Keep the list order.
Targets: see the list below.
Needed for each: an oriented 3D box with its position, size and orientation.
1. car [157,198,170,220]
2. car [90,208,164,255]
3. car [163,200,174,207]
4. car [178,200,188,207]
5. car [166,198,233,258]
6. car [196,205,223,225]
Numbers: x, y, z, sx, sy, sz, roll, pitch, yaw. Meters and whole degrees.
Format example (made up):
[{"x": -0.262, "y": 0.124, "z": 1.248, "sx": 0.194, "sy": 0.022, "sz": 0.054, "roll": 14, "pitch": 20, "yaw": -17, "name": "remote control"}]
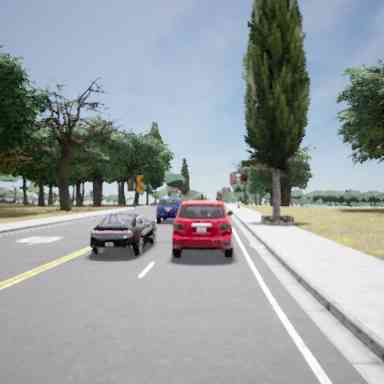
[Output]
[{"x": -1.700, "y": 1.545, "z": 28.762, "sx": 2.150, "sy": 2.045, "sz": 5.566, "roll": 0, "pitch": -1, "yaw": 4, "name": "car"}, {"x": -2.722, "y": 1.644, "z": 14.066, "sx": 2.128, "sy": 1.511, "sz": 4.902, "roll": 0, "pitch": -1, "yaw": 4, "name": "car"}, {"x": -5.136, "y": 2.535, "z": 72.838, "sx": 1.812, "sy": 1.442, "sz": 4.674, "roll": 0, "pitch": -1, "yaw": 4, "name": "car"}, {"x": -1.894, "y": 2.502, "z": 72.612, "sx": 1.837, "sy": 1.490, "sz": 4.892, "roll": 0, "pitch": -1, "yaw": 4, "name": "car"}, {"x": 0.497, "y": 1.357, "z": 13.564, "sx": 2.150, "sy": 2.045, "sz": 5.566, "roll": 0, "pitch": -1, "yaw": 4, "name": "car"}, {"x": 1.542, "y": 1.867, "z": 28.515, "sx": 2.033, "sy": 1.411, "sz": 5.357, "roll": 0, "pitch": -1, "yaw": 4, "name": "car"}]
